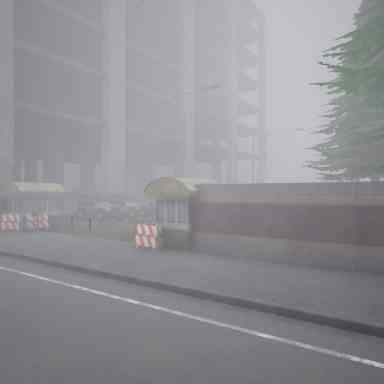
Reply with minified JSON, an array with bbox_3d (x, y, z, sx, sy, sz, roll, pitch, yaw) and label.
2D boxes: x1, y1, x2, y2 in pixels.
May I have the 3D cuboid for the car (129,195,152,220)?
[{"bbox_3d":[-5.170,1.168,26.882,3.866,1.878,1.905,0,0,35],"label":"car"}]

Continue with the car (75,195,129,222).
[{"bbox_3d":[-6.853,1.169,24.470,3.866,1.878,1.905,0,0,35],"label":"car"}]
